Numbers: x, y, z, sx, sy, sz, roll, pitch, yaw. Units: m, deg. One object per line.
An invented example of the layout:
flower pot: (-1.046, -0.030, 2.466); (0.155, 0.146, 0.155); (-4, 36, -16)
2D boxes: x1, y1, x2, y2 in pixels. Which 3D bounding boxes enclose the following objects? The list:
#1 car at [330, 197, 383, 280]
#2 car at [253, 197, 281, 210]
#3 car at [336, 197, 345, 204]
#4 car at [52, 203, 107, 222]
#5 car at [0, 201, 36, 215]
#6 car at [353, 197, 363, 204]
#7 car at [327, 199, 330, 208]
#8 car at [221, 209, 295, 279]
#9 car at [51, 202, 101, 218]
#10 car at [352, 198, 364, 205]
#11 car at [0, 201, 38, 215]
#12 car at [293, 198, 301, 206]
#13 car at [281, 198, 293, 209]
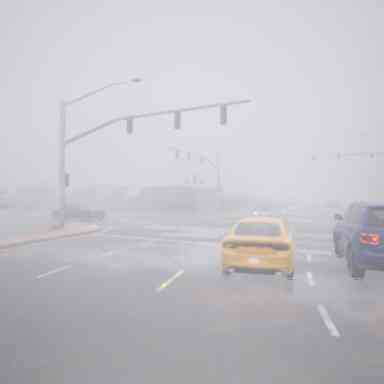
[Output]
car: (5.697, 1.287, 10.031); (2.150, 2.045, 5.566); (0, 0, 17)
car: (9.422, 1.765, 42.581); (2.033, 1.411, 5.357); (0, 0, 27)
car: (33.532, 1.974, 74.985); (1.812, 1.442, 4.674); (0, 0, 27)
car: (-9.532, 1.738, 28.165); (4.718, 1.301, 1.895); (0, 0, 27)
car: (-17.697, 1.648, 32.334); (4.674, 1.442, 1.812); (0, 0, 27)
car: (39.001, 1.963, 78.106); (1.882, 1.535, 5.008); (0, 0, 27)
car: (22.386, 1.788, 52.430); (1.882, 1.535, 5.008); (0, 0, 27)
car: (2.172, 1.531, 10.443); (1.882, 1.535, 5.008); (0, 0, 16)
car: (-11.566, 1.751, 33.124); (4.718, 1.301, 1.895); (0, 0, 27)
car: (34.404, 1.968, 68.895); (2.033, 1.411, 5.357); (0, 0, 27)
car: (-19.421, 1.700, 37.127); (4.181, 1.385, 1.994); (0, 0, 28)
car: (18.725, 1.824, 61.045); (2.128, 1.511, 4.902); (0, 0, 27)
car: (14.006, 1.800, 51.743); (1.812, 1.442, 4.674); (0, 0, 27)
